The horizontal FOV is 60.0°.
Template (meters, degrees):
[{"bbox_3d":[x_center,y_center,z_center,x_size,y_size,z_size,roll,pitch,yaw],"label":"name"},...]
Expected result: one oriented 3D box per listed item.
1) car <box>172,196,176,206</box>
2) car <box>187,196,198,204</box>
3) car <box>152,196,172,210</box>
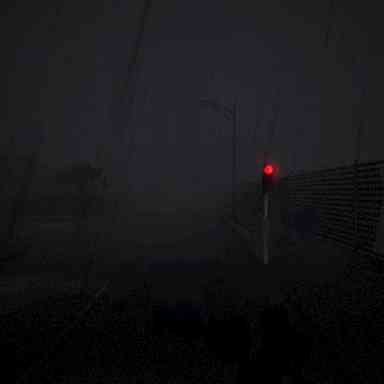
[{"bbox_3d":[-4.007,1.478,53.433,1.882,1.535,5.008,0,0,0],"label":"car"},{"bbox_3d":[0.101,1.505,63.160,1.837,1.490,4.892,0,0,0],"label":"car"},{"bbox_3d":[-4.029,1.564,43.362,1.994,1.385,4.181,0,0,0],"label":"car"}]
